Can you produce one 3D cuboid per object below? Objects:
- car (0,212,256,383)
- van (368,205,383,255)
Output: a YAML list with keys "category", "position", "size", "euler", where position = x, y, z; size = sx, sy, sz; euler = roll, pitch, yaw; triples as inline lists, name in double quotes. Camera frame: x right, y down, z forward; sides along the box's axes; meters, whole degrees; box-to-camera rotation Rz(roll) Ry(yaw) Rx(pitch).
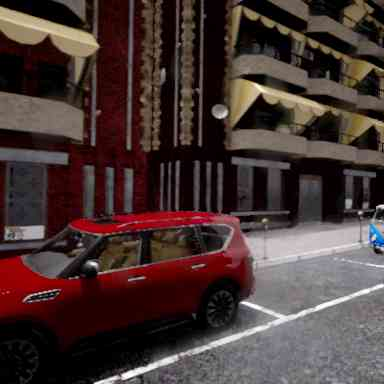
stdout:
- category: "car"
  position: [-1.176, 1.311, 5.232]
  size: [5.009, 1.841, 2.192]
  euler: [0, 2, -36]
- category: "van"
  position: [7.810, 1.287, 11.678]
  size: [3.998, 1.788, 1.690]
  euler: [0, 2, -36]
